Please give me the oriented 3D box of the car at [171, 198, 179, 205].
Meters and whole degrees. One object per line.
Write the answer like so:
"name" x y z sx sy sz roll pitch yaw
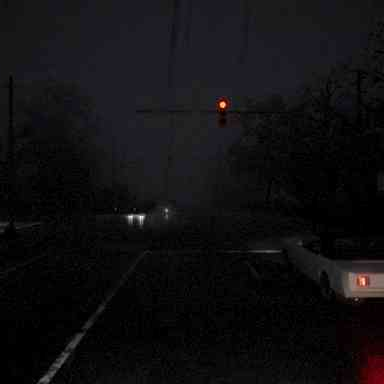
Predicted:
"car" -4.994 2.103 73.583 1.882 1.535 5.008 0 -1 -19

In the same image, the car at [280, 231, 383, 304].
"car" 3.594 1.598 8.107 1.895 1.301 4.718 0 0 0

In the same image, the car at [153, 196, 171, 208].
"car" -4.684 1.675 51.313 1.837 1.490 4.892 0 -1 -6

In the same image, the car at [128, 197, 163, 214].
"car" -5.093 1.568 35.330 1.994 1.385 4.181 0 0 19
